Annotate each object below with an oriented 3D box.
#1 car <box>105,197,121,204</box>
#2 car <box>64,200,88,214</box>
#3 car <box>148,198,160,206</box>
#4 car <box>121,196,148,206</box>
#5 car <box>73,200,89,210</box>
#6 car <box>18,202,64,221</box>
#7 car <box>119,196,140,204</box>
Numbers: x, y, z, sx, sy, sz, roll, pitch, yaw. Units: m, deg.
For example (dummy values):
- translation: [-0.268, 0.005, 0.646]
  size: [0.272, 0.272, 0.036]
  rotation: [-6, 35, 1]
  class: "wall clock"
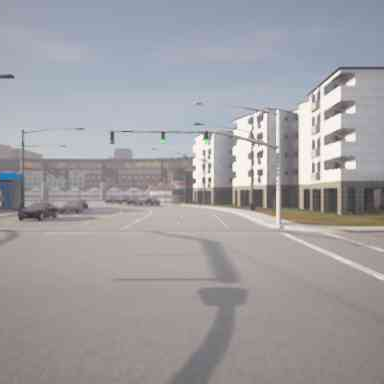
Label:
- translation: [-16.127, 1.763, 68.383]
  size: [1.812, 1.442, 4.674]
  rotation: [0, 0, -45]
  class: "car"
- translation: [-13.870, 1.748, 38.834]
  size: [1.812, 1.442, 4.674]
  rotation: [0, 0, -8]
  class: "car"
- translation: [-7.759, 1.834, 63.242]
  size: [1.837, 1.490, 4.892]
  rotation: [0, 0, -32]
  class: "car"
- translation: [-10.641, 1.811, 61.249]
  size: [2.128, 1.511, 4.902]
  rotation: [0, 0, -32]
  class: "car"
- translation: [-16.236, 1.865, 48.627]
  size: [1.895, 1.301, 4.718]
  rotation: [0, 0, -22]
  class: "car"
- translation: [-13.480, 1.660, 29.466]
  size: [1.882, 1.535, 5.008]
  rotation: [0, 0, 0]
  class: "car"
- translation: [-13.215, 1.707, 70.396]
  size: [1.837, 1.490, 4.892]
  rotation: [0, 0, -45]
  class: "car"
